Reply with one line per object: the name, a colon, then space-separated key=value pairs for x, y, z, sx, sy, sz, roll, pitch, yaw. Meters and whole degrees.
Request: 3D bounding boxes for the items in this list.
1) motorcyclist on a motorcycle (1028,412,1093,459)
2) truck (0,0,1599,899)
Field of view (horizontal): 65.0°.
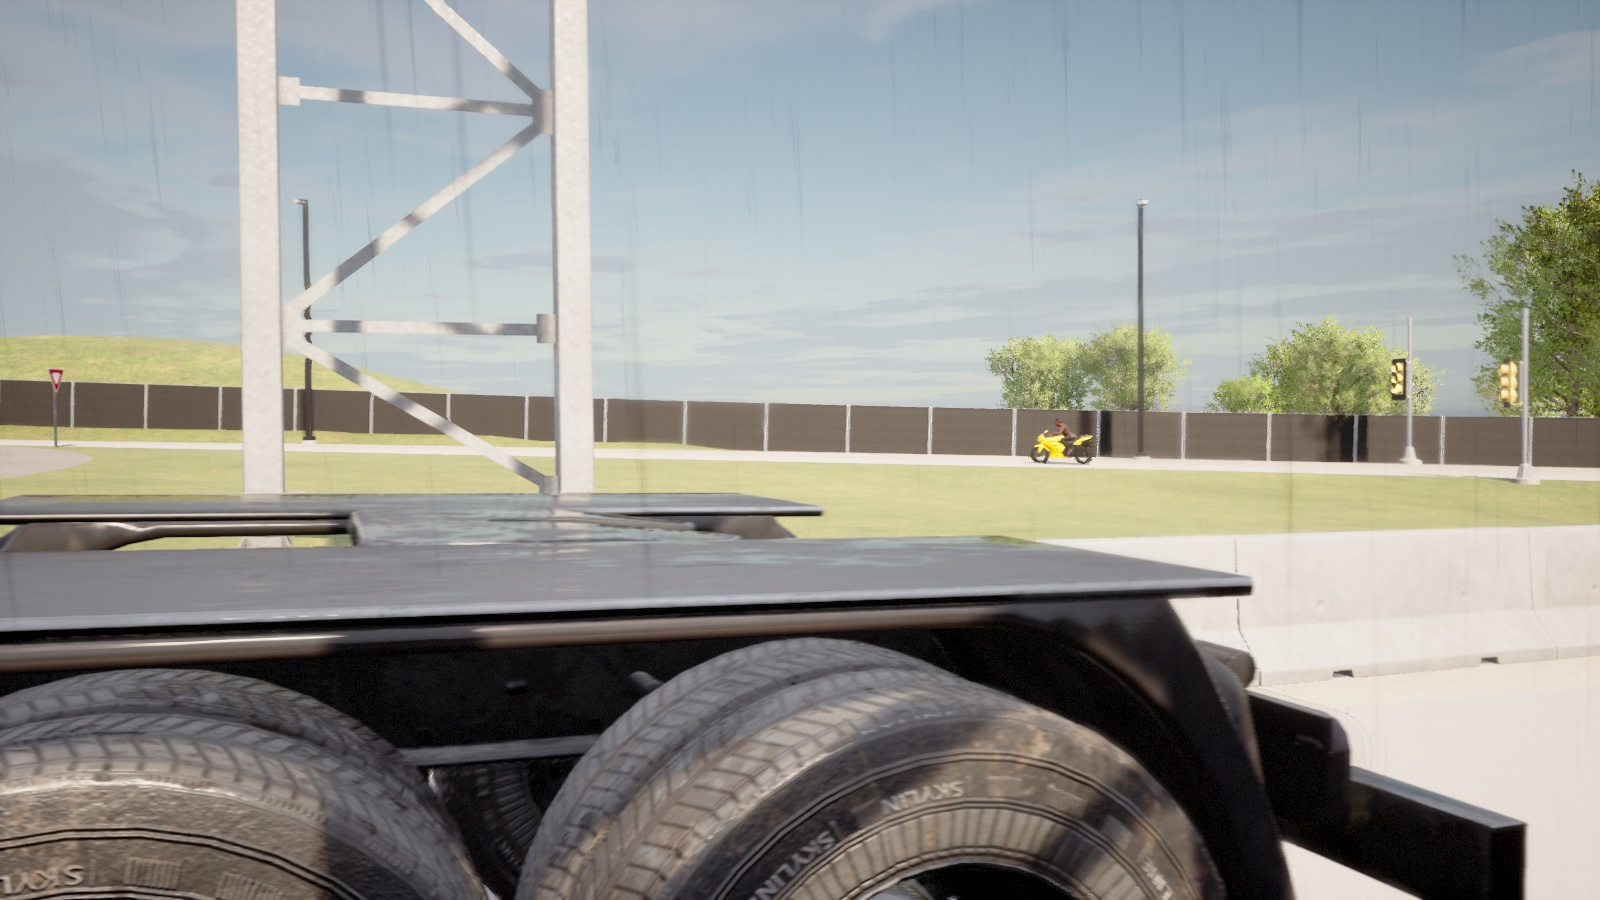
motorcyclist on a motorcycle: x=8.538 y=-0.468 z=41.243 sx=2.044 sy=1.523 sz=0.797 roll=0 pitch=1 yaw=6
truck: x=-2.814 y=-0.193 z=2.159 sx=7.936 sy=3.462 sz=2.891 roll=-1 pitch=1 yaw=-21
